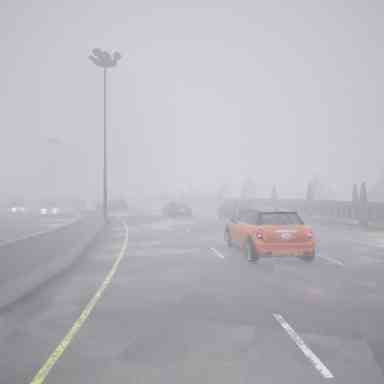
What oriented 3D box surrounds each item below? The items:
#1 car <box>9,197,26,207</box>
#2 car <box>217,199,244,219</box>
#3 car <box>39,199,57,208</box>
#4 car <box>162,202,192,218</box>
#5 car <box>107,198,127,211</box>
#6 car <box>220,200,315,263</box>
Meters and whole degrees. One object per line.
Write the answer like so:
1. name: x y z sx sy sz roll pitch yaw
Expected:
1. car: -26.279 1.491 49.953 2.128 1.511 4.902 0 0 -34
2. car: 3.520 1.351 26.125 2.097 1.767 4.553 0 0 -14
3. car: -20.745 1.600 47.857 1.895 1.301 4.718 0 0 -31
4. car: -1.451 1.563 30.841 1.994 1.385 4.181 0 0 -18
5. car: -9.429 1.491 41.702 2.128 1.511 4.902 0 0 -24
6. car: 2.623 1.352 12.221 2.097 1.767 4.553 0 0 -6
